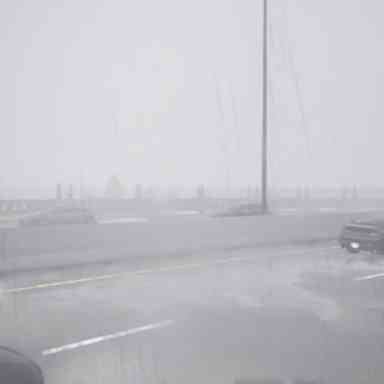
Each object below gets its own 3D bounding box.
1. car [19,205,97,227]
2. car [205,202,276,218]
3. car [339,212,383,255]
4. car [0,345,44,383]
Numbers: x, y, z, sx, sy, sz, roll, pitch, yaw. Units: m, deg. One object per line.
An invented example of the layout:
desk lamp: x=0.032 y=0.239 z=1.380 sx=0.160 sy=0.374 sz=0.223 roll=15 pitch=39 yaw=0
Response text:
car: x=-7.796 y=1.471 z=19.520 sx=4.181 sy=1.385 sz=1.994 roll=0 pitch=0 yaw=-32
car: x=3.189 y=1.448 z=21.742 sx=4.892 sy=1.490 sz=1.837 roll=0 pitch=0 yaw=-26
car: x=7.453 y=1.495 z=11.956 sx=4.892 sy=1.490 sz=1.837 roll=0 pitch=0 yaw=-28
car: x=-3.117 y=1.507 z=1.400 sx=4.674 sy=1.442 sz=1.812 roll=0 pitch=0 yaw=-37
